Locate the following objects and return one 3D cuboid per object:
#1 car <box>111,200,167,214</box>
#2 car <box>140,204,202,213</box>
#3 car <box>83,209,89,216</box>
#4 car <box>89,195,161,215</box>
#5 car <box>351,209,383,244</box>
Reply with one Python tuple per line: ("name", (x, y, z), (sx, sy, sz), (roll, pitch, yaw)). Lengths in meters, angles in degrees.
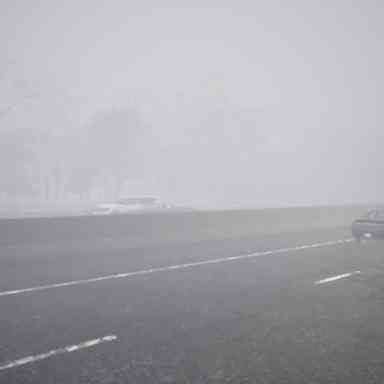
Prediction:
("car", (-2.759, 1.533, 23.401), (4.902, 1.511, 2.128), (0, 0, -36))
("car", (-0.726, 1.609, 20.552), (4.181, 1.385, 1.994), (0, 0, -36))
("car", (-6.465, 1.568, 28.593), (5.357, 1.411, 2.033), (0, 0, -33))
("car", (-4.816, 1.301, 26.232), (5.566, 2.045, 2.150), (0, 0, -36))
("car", (8.905, 1.494, 14.526), (4.902, 1.511, 2.128), (0, 0, -36))
